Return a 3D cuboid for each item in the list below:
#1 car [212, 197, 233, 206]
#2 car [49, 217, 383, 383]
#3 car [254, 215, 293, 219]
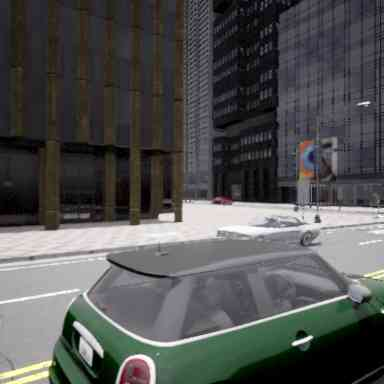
[{"bbox_3d":[5.347,1.659,58.696,1.882,1.535,5.008,0,0,-25],"label":"car"},{"bbox_3d":[0.838,1.369,4.037,4.553,1.767,2.097,0,0,-36],"label":"car"},{"bbox_3d":[3.252,1.661,13.985,4.718,1.301,1.895,0,0,-35],"label":"car"}]
